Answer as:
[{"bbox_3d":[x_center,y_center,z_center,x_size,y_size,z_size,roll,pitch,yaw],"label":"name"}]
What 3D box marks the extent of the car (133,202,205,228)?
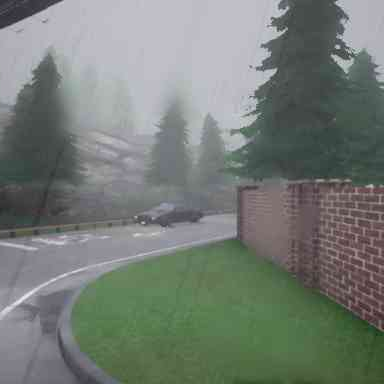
[{"bbox_3d":[-1.258,1.367,20.961,2.033,1.411,5.357,0,0,35],"label":"car"}]
